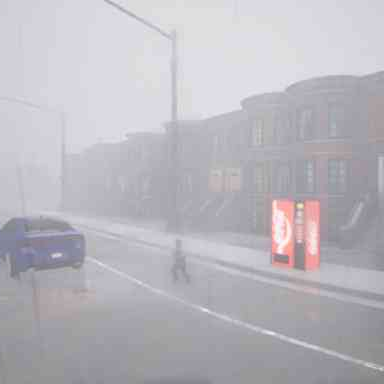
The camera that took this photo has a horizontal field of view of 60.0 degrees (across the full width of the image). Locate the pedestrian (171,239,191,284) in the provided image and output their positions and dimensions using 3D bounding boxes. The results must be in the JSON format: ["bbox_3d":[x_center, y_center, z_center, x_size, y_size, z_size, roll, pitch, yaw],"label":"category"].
[{"bbox_3d":[-0.268,1.671,7.999,0.500,1.100,0.500,0,0,-38],"label":"pedestrian"}]

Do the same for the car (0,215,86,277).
[{"bbox_3d":[-4.951,1.472,10.499,1.882,1.535,5.008,0,0,-37],"label":"car"}]

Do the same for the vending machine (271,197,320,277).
[{"bbox_3d":[2.941,1.194,9.478,1.100,2.100,0.880,0,0,-40],"label":"vending machine"}]
